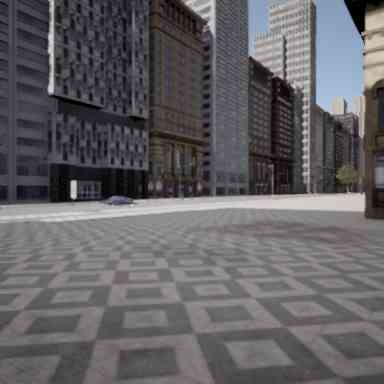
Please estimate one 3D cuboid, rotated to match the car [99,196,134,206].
[{"bbox_3d":[-11.007,1.281,48.889,2.033,1.411,5.357,0,0,36],"label":"car"}]
